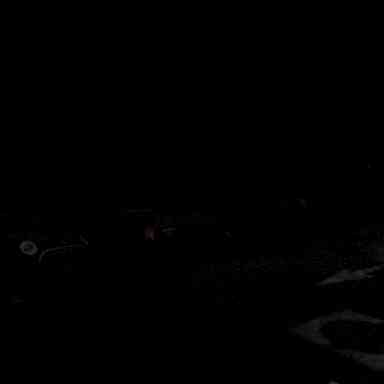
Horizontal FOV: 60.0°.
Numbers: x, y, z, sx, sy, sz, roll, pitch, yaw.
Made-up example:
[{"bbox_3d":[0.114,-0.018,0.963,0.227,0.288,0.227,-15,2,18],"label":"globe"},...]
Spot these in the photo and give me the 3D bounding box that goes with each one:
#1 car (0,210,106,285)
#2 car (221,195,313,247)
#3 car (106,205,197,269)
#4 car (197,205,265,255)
[{"bbox_3d":[-4.936,1.350,9.538,4.553,1.767,2.185,-1,-1,34],"label":"car"},{"bbox_3d":[2.435,1.156,14.798,5.566,2.045,2.435,-1,0,34],"label":"car"},{"bbox_3d":[-2.429,1.327,11.255,4.553,1.767,2.185,-1,0,34],"label":"car"},{"bbox_3d":[0.003,1.431,13.037,4.892,1.521,2.231,-1,-1,34],"label":"car"}]
